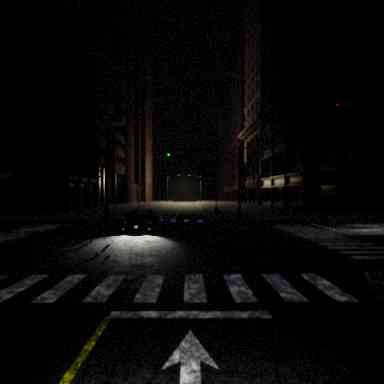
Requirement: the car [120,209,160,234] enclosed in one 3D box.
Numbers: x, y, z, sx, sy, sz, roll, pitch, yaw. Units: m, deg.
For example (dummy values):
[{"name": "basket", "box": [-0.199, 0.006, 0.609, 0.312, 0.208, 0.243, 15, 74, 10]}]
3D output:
[{"name": "car", "box": [-3.053, 1.730, 20.228, 1.994, 1.385, 4.181, 0, 0, 0]}]
